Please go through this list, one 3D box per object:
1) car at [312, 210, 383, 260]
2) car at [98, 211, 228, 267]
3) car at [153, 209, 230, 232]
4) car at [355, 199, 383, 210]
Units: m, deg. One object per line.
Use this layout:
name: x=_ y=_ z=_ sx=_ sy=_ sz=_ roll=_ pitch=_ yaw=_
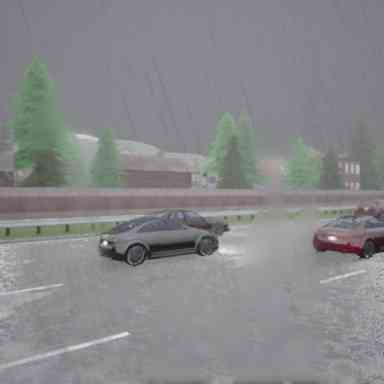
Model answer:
car: x=6.492 y=1.580 z=12.674 sx=4.181 sy=1.385 sz=1.994 roll=0 pitch=0 yaw=-35
car: x=-1.082 y=1.572 z=11.573 sx=4.181 sy=1.385 sz=1.994 roll=0 pitch=0 yaw=-35
car: x=-0.656 y=1.559 z=16.173 sx=5.357 sy=1.411 sz=2.033 roll=0 pitch=0 yaw=-35
car: x=15.656 y=1.389 z=27.804 sx=4.553 sy=1.767 sz=2.097 roll=0 pitch=0 yaw=-35
